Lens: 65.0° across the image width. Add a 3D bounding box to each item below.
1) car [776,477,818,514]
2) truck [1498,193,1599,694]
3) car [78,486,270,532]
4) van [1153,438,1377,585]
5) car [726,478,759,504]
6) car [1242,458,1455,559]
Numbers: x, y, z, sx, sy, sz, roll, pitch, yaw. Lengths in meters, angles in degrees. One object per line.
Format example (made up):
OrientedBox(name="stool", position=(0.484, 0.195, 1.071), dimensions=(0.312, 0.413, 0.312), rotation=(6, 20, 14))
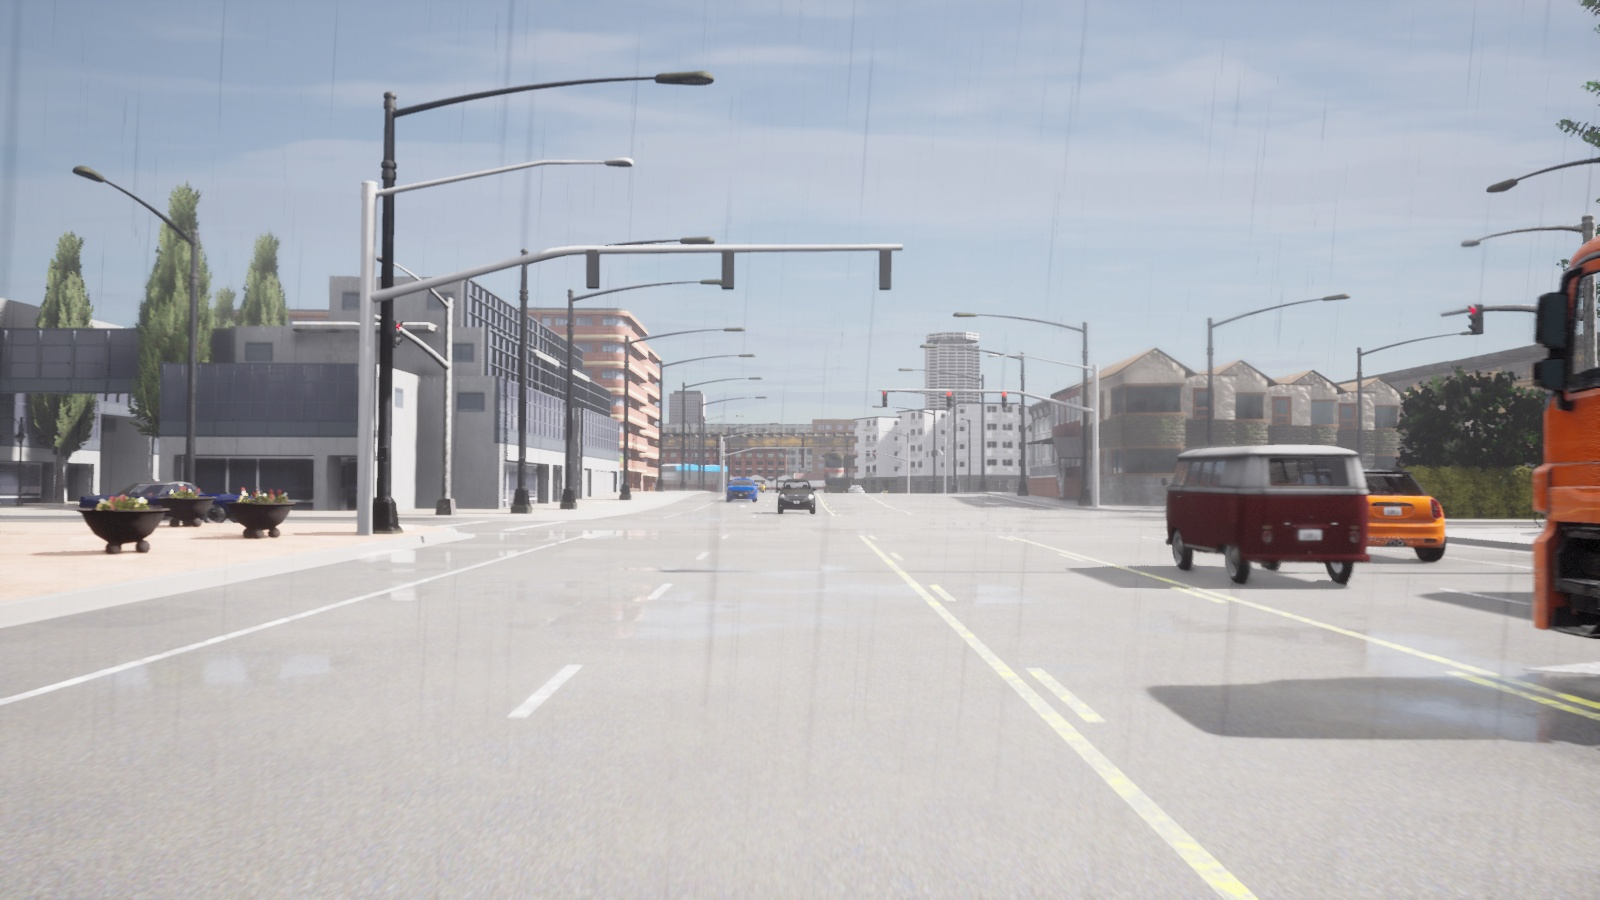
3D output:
OrientedBox(name="car", position=(-0.134, 2.070, 57.534), dimensions=(1.851, 1.617, 3.988), rotation=(0, -1, 0))
OrientedBox(name="truck", position=(6.982, -0.094, 5.942), dimensions=(2.891, 3.462, 7.936), rotation=(0, -1, 0))
OrientedBox(name="car", position=(-18.451, 1.731, 37.152), dimensions=(4.718, 1.301, 1.895), rotation=(0, -2, 0))
OrientedBox(name="van", position=(6.953, 0.877, 19.326), dimensions=(1.775, 1.987, 4.442), rotation=(0, -1, 0))
OrientedBox(name="car", position=(-3.692, 2.602, 81.020), dimensions=(1.882, 1.535, 5.008), rotation=(0, 0, 0))
OrientedBox(name="car", position=(10.441, 1.071, 24.354), dimensions=(2.097, 1.767, 4.553), rotation=(0, -1, 0))
